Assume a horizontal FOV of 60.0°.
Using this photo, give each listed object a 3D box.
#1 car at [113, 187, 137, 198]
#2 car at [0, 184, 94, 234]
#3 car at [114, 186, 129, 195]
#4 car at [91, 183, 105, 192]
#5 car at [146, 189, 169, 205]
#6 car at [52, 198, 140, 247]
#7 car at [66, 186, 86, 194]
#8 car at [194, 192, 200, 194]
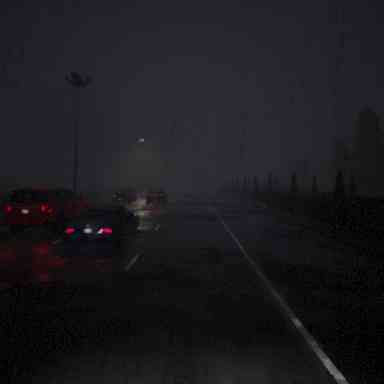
[{"bbox_3d":[-6.892,0.438,34.197,1.812,1.442,4.674,0,2,0],"label":"car"},{"bbox_3d":[-6.896,0.786,16.428,2.150,2.045,5.566,0,2,0],"label":"car"},{"bbox_3d":[-13.988,-0.267,66.197,1.882,1.535,5.008,0,-1,0],"label":"car"},{"bbox_3d":[-17.508,-0.609,60.478,2.150,2.045,5.566,0,0,1],"label":"car"},{"bbox_3d":[-3.392,0.442,33.170,2.128,1.511,4.902,0,2,0],"label":"car"},{"bbox_3d":[-3.397,1.223,13.372,2.033,1.411,5.357,0,2,0],"label":"car"},{"bbox_3d":[-21.006,-0.324,60.508,1.837,1.490,4.892,0,0,1],"label":"car"},{"bbox_3d":[1.245,0.782,84.706,1.837,1.490,4.892,0,-4,0],"label":"car"}]
